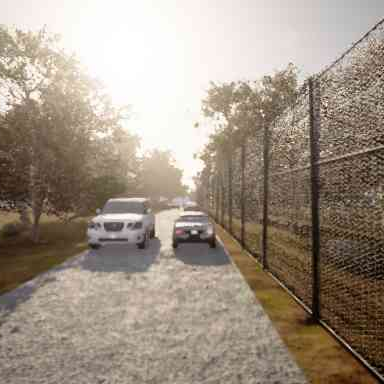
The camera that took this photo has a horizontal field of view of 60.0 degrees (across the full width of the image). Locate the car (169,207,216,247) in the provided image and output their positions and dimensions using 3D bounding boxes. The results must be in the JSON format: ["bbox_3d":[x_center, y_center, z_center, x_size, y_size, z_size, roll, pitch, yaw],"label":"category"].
[{"bbox_3d":[0.079,1.604,15.198,2.033,1.411,5.357,0,0,0],"label":"car"}]

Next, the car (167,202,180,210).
[{"bbox_3d":[-3.052,2.354,56.285,1.994,1.385,4.181,0,-1,0],"label":"car"}]

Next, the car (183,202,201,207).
[{"bbox_3d":[-0.008,1.860,36.646,1.812,1.442,4.674,0,-1,0],"label":"car"}]

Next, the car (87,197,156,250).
[{"bbox_3d":[-2.885,1.276,14.872,2.150,2.045,5.566,0,0,0],"label":"car"}]
